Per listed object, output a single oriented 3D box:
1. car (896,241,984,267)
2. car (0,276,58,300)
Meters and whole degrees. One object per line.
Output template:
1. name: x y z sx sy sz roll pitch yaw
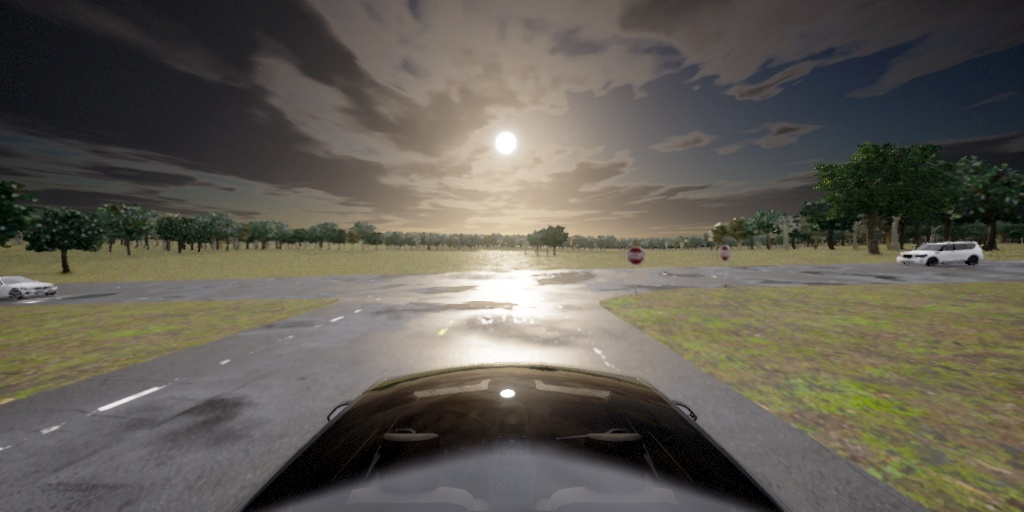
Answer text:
1. car: 35.766 -0.133 30.014 5.566 2.045 2.150 -3 2 0
2. car: -32.511 2.035 23.214 4.674 1.442 1.812 -2 2 0
